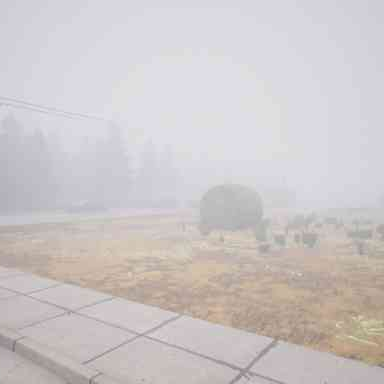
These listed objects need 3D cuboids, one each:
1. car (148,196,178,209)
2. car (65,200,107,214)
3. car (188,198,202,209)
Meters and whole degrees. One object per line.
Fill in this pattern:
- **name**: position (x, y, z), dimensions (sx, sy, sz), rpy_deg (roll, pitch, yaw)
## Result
- **car**: position (-3.933, 1.377, 45.284), dimensions (2.097, 1.767, 4.553), rpy_deg (0, 0, 37)
- **car**: position (-11.183, 1.551, 35.471), dimensions (1.812, 1.442, 4.674), rpy_deg (0, 0, 37)
- **car**: position (1.254, 1.551, 46.113), dimensions (1.812, 1.442, 4.674), rpy_deg (0, 0, 36)
